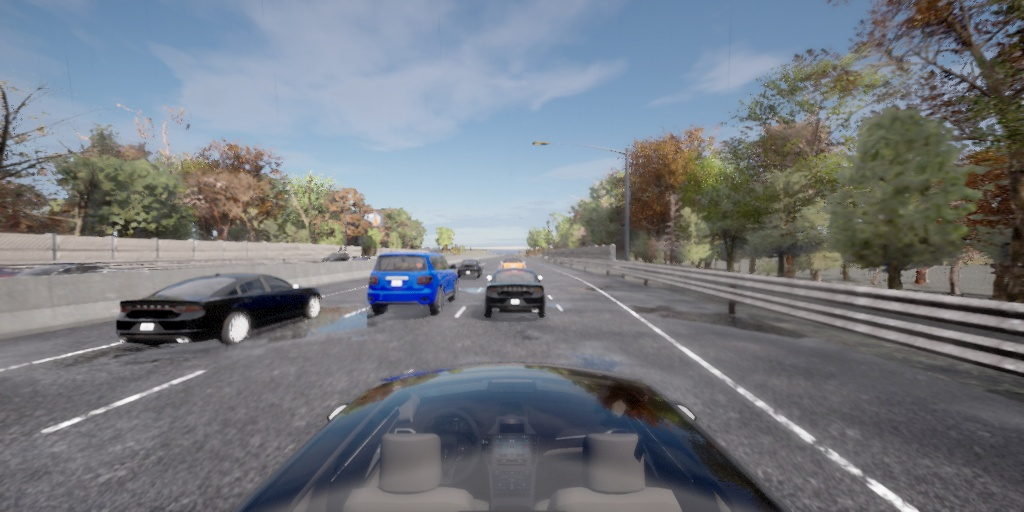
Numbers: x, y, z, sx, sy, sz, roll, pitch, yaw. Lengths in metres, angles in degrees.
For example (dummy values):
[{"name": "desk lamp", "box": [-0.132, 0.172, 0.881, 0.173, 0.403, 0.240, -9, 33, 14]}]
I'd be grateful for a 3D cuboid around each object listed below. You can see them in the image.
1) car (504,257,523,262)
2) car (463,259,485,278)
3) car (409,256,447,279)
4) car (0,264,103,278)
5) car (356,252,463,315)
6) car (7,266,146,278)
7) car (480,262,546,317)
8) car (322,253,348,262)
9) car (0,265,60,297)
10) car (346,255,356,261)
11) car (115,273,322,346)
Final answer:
[{"name": "car", "box": [0.101, 0.876, 29.892, 2.097, 1.767, 4.553, 0, 0, 0]}, {"name": "car", "box": [-3.399, 1.026, 30.198, 1.837, 1.490, 4.892, 0, 0, 0]}, {"name": "car", "box": [-6.901, 0.875, 29.923, 2.097, 1.767, 4.553, 0, 0, 0]}, {"name": "car", "box": [-21.099, 1.130, 16.803, 1.837, 1.490, 4.892, 0, 0, 0]}, {"name": "car", "box": [-3.400, 0.875, 13.270, 2.150, 2.045, 5.566, 0, 0, 0]}, {"name": "car", "box": [-17.600, 1.236, 15.608, 1.895, 1.301, 4.718, 0, 0, 0]}, {"name": "car", "box": [0.100, 1.135, 12.783, 1.882, 1.535, 5.008, 0, 1, 0]}, {"name": "car", "box": [-28.022, 0.547, 57.404, 2.150, 2.045, 5.566, 0, 0, 1]}, {"name": "car", "box": [-24.598, 1.191, 16.617, 1.994, 1.385, 4.181, 0, 0, 0]}, {"name": "car", "box": [-24.530, 0.884, 58.128, 1.994, 1.385, 4.181, 0, 0, 1]}, {"name": "car", "box": [-6.902, 1.164, 9.257, 1.882, 1.535, 5.008, 0, 0, 0]}]
